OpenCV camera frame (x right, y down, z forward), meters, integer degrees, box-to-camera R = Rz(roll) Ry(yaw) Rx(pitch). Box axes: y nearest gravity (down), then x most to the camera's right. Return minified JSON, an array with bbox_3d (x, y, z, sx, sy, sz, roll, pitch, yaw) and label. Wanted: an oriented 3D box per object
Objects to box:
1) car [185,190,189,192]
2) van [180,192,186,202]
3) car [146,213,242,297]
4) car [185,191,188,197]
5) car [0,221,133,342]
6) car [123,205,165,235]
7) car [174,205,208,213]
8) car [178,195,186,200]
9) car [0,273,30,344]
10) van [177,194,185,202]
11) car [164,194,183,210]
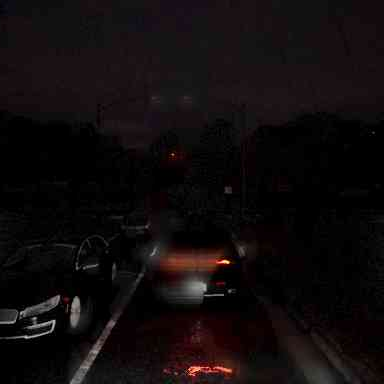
[{"bbox_3d":[-2.566,1.145,94.110,2.192,1.841,5.009,-1,1,0],"label":"car"},{"bbox_3d":[-2.599,1.369,66.396,1.690,1.788,3.998,-1,0,0],"label":"van"},{"bbox_3d":[0.111,1.503,8.521,1.837,1.490,4.892,0,0,0],"label":"car"},{"bbox_3d":[-2.595,1.318,71.940,2.192,1.841,5.009,-1,0,0],"label":"car"},{"bbox_3d":[-2.653,1.549,6.568,2.008,1.369,4.403,-2,0,0],"label":"car"},{"bbox_3d":[-2.642,1.584,17.463,1.802,1.307,4.206,-2,0,0],"label":"car"},{"bbox_3d":[0.147,1.604,18.652,1.895,1.301,4.718,0,0,1],"label":"car"},{"bbox_3d":[-2.569,1.442,88.560,2.008,1.369,4.403,-1,0,0],"label":"car"},{"bbox_3d":[-2.658,1.550,1.120,2.008,1.369,4.403,-2,0,0],"label":"car"},{"bbox_3d":[-2.587,1.313,77.476,1.690,1.788,3.998,-1,0,0],"label":"van"},{"bbox_3d":[-2.623,1.489,44.240,1.967,1.590,4.097,-2,0,0],"label":"car"}]
